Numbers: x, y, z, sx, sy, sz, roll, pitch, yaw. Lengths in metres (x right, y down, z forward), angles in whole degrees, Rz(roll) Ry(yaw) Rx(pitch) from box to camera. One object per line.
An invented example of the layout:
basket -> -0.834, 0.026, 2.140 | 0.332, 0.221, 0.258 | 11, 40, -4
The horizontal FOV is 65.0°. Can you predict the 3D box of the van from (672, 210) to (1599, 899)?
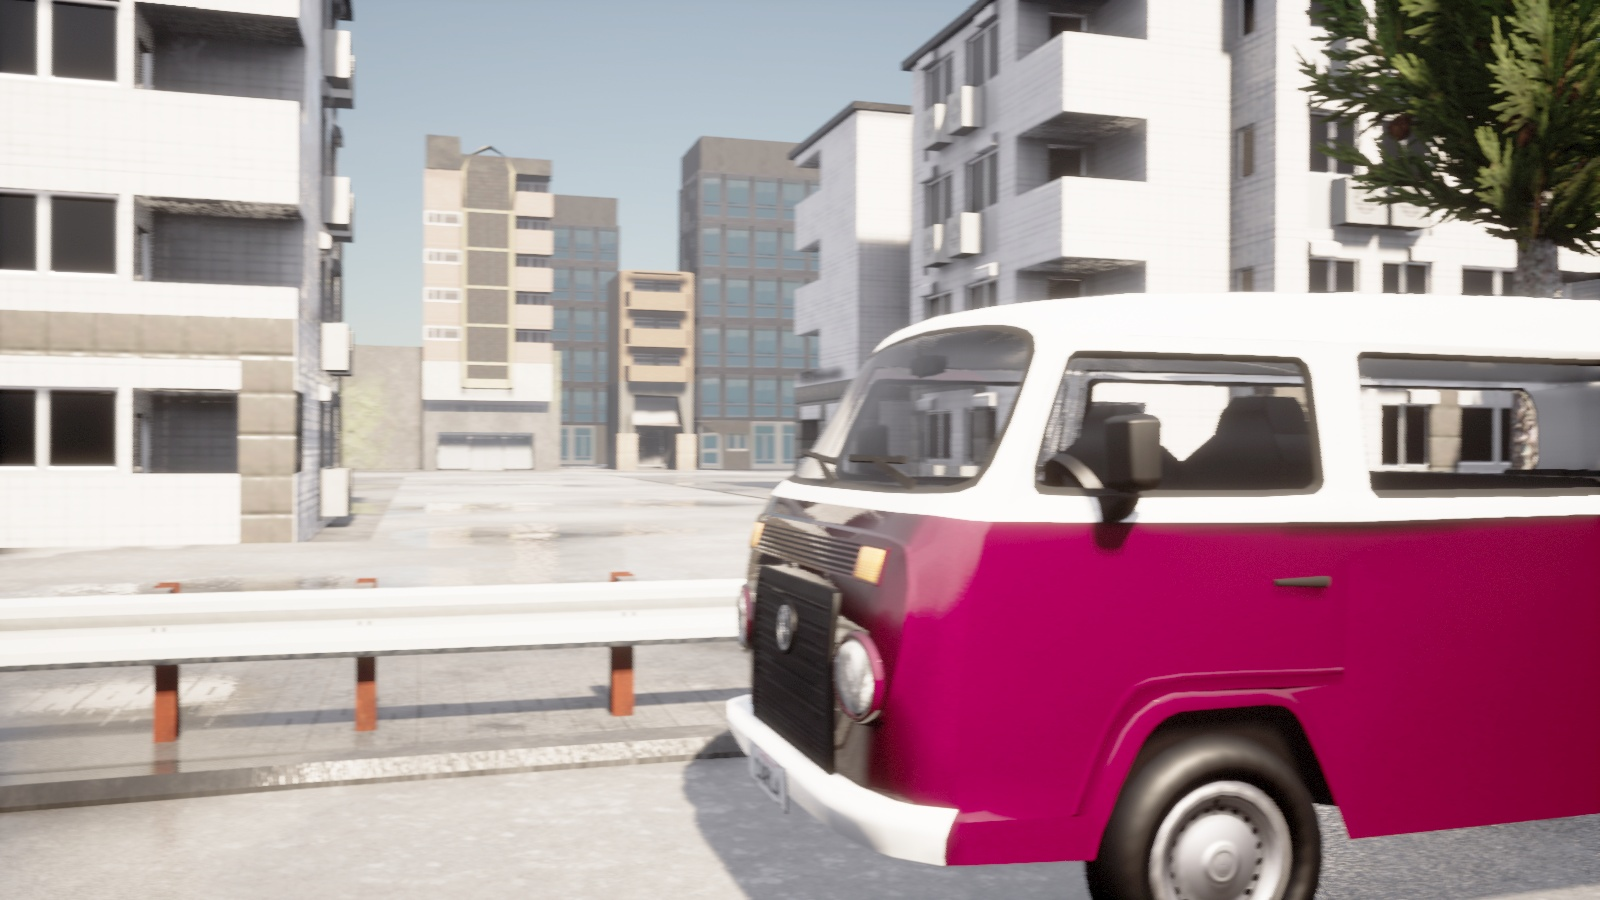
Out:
van -> 1.949, 0.461, 4.573 | 4.480, 2.038, 2.069 | 0, 0, -17
